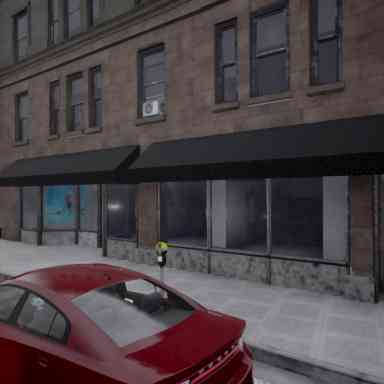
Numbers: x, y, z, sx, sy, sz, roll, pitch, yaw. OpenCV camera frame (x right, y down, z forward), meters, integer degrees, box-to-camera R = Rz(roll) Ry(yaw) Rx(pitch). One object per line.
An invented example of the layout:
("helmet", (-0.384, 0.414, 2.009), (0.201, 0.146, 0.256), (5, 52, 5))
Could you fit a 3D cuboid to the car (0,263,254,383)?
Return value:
("car", (-1.519, 1.545, 3.932), (4.507, 1.381, 1.887), (0, 0, 35))
